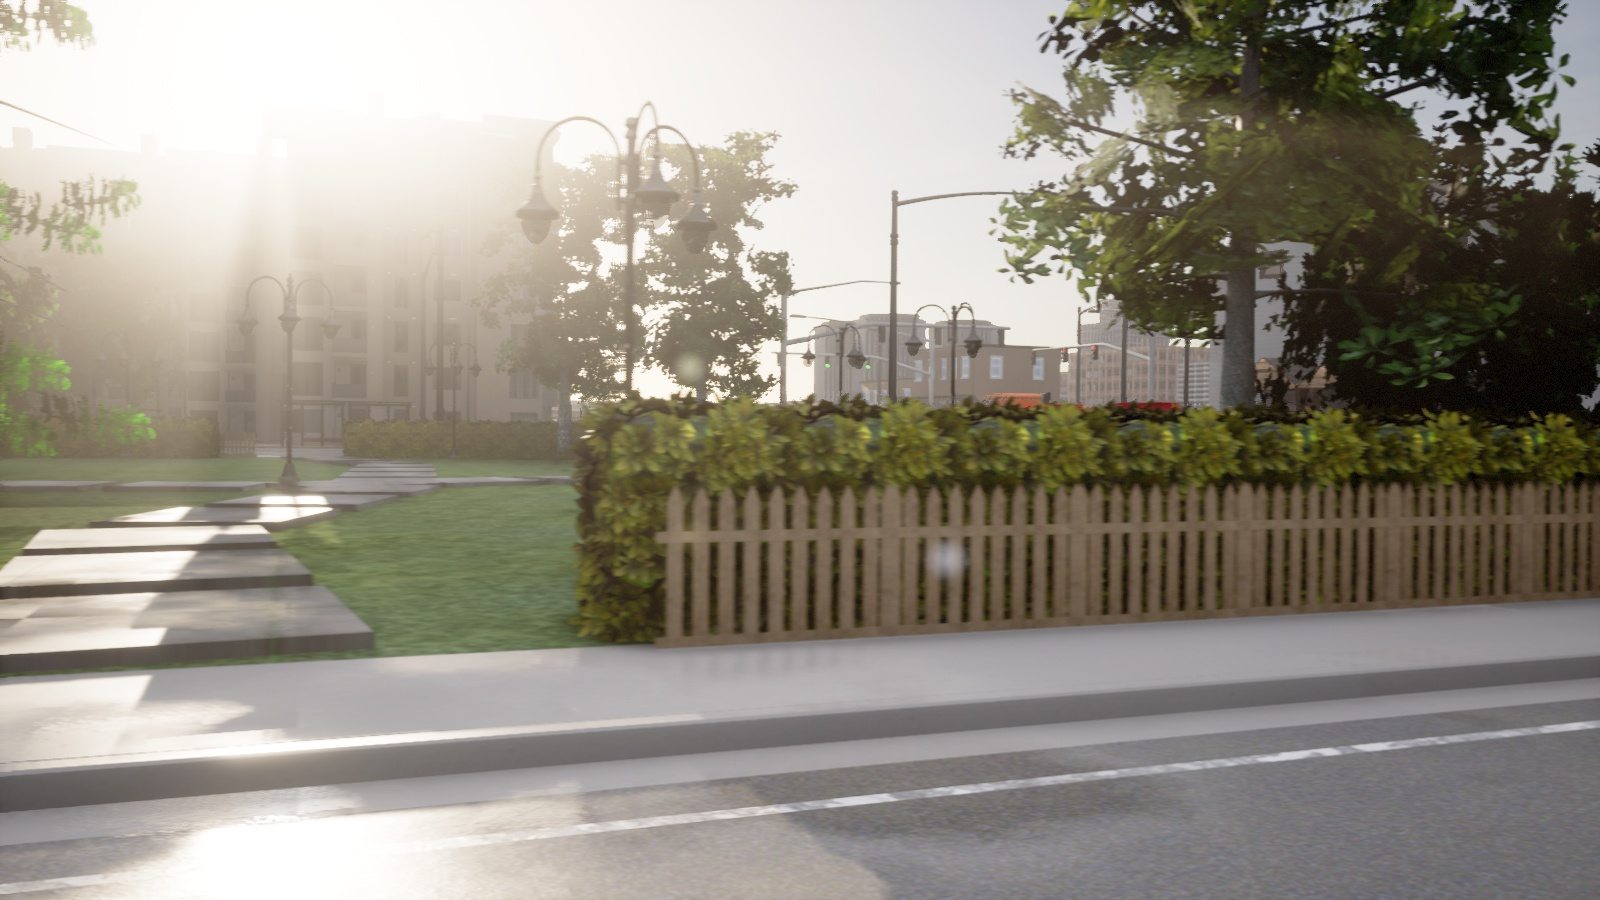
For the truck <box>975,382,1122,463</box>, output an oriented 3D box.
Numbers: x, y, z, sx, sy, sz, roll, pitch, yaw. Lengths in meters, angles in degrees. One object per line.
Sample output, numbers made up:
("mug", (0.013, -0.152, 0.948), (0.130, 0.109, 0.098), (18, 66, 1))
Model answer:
("truck", (11.283, -1.248, 57.983), (2.891, 3.462, 7.936), (-1, 1, -21))
